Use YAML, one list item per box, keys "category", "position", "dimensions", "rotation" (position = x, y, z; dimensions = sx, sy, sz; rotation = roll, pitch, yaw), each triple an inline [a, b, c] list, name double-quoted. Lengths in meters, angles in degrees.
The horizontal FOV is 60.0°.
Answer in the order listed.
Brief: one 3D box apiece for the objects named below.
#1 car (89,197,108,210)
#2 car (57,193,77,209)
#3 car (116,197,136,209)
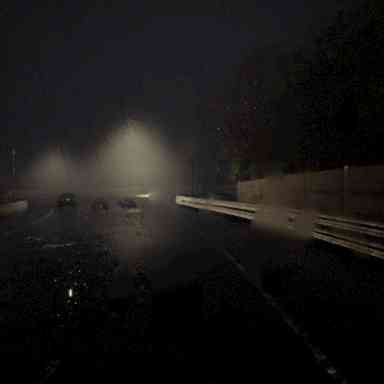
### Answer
- category: "car"
  position: [-11.846, 1.415, 42.025]
  dimensions: [1.837, 1.490, 4.892]
  rotation: [-1, 0, -22]
- category: "car"
  position: [-17.206, 1.201, 45.676]
  dimensions: [2.150, 2.045, 5.566]
  rotation: [-1, 0, -26]
- category: "car"
  position: [-8.638, 1.369, 43.438]
  dimensions: [1.812, 1.442, 4.674]
  rotation: [-1, 0, -23]
